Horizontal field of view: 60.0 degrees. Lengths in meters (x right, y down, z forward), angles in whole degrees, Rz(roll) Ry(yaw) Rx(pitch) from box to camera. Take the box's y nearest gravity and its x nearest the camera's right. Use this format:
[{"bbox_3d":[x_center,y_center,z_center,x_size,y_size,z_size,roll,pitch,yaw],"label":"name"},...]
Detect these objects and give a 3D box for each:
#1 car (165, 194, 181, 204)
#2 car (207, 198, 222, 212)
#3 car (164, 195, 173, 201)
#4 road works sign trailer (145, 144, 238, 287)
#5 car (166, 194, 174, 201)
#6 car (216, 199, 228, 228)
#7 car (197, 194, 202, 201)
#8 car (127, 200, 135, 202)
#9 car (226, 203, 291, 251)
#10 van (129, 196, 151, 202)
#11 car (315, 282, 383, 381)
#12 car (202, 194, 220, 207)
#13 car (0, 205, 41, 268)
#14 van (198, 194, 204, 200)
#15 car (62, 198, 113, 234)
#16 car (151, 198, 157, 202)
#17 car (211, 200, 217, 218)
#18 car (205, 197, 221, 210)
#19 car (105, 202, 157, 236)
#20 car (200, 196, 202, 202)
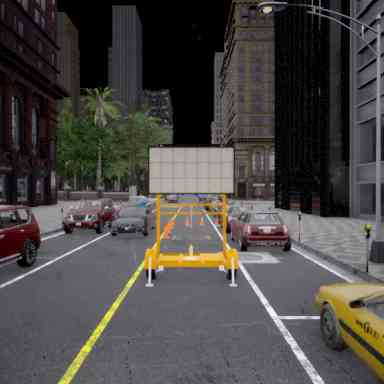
[{"bbox_3d":[-3.089,1.558,54.594,2.033,1.411,5.357,0,0,0],"label":"car"},{"bbox_3d":[2.708,1.556,30.332,2.008,1.369,4.403,0,0,0],"label":"car"},{"bbox_3d":[-5.906,1.556,83.896,2.008,1.369,4.403,0,0,0],"label":"car"},{"bbox_3d":[-0.016,0.464,9.327,2.380,3.560,2.880,0,0,0],"label":"road works sign trailer"},{"bbox_3d":[-5.915,1.443,89.316,1.967,1.590,4.097,0,0,0],"label":"car"},{"bbox_3d":[2.726,1.441,19.483,1.967,1.590,4.097,0,0,0],"label":"car"},{"bbox_3d":[2.629,1.573,78.470,1.947,1.339,4.313,0,0,0],"label":"car"},{"bbox_3d":[-5.808,1.548,24.906,1.887,1.381,4.507,0,0,0],"label":"car"},{"bbox_3d":[2.735,1.440,14.057,1.967,1.590,4.097,0,0,0],"label":"car"},{"bbox_3d":[-5.827,1.349,35.758,1.690,1.788,3.998,0,0,0],"label":"van"},{"bbox_3d":[2.753,1.525,3.378,1.752,1.417,4.829,0,0,0],"label":"car"},{"bbox_3d":[2.689,1.324,41.183,2.192,1.841,5.009,0,0,0],"label":"car"},{"bbox_3d":[-5.782,1.315,8.628,2.192,1.841,5.009,0,0,0],"label":"car"},{"bbox_3d":[2.601,1.341,94.731,1.690,1.788,3.998,0,0,0],"label":"van"},{"bbox_3d":[-5.800,1.317,19.480,2.192,1.841,5.009,0,0,0],"label":"car"},{"bbox_3d":[-5.836,1.449,41.185,1.967,1.590,4.097,0,0,0],"label":"car"},{"bbox_3d":[2.716,1.548,24.908,1.887,1.381,4.507,0,0,0],"label":"car"},{"bbox_3d":[2.699,1.533,35.928,1.752,1.417,4.829,0,0,0],"label":"car"},{"bbox_3d":[-3.132,1.506,18.344,1.837,1.490,4.892,0,0,0],"label":"car"},{"bbox_3d":[2.672,1.576,52.033,1.947,1.339,4.313,0,0,0],"label":"car"}]
